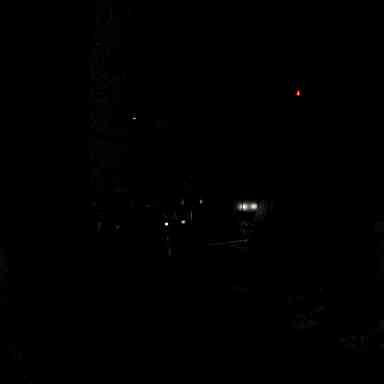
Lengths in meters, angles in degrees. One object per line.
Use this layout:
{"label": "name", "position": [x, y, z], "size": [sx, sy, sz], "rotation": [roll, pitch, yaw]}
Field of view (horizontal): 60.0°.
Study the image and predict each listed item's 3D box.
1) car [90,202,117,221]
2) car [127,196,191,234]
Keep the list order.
{"label": "car", "position": [-8.170, 1.596, 28.923], "size": [1.882, 1.535, 5.008], "rotation": [0, 0, -35]}
{"label": "car", "position": [-2.080, 1.294, 20.399], "size": [2.150, 2.045, 5.566], "rotation": [0, 0, -36]}
